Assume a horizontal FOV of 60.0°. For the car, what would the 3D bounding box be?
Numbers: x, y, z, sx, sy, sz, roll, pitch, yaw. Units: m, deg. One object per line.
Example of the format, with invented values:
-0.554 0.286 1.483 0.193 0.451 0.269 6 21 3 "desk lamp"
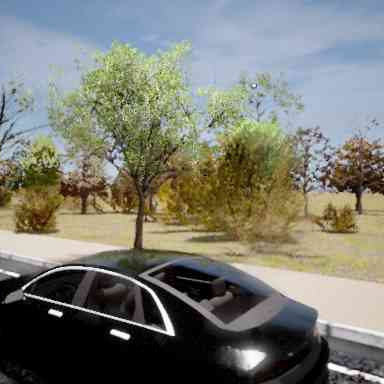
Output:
-0.909 1.497 4.210 4.892 1.490 1.837 0 0 35 "car"
